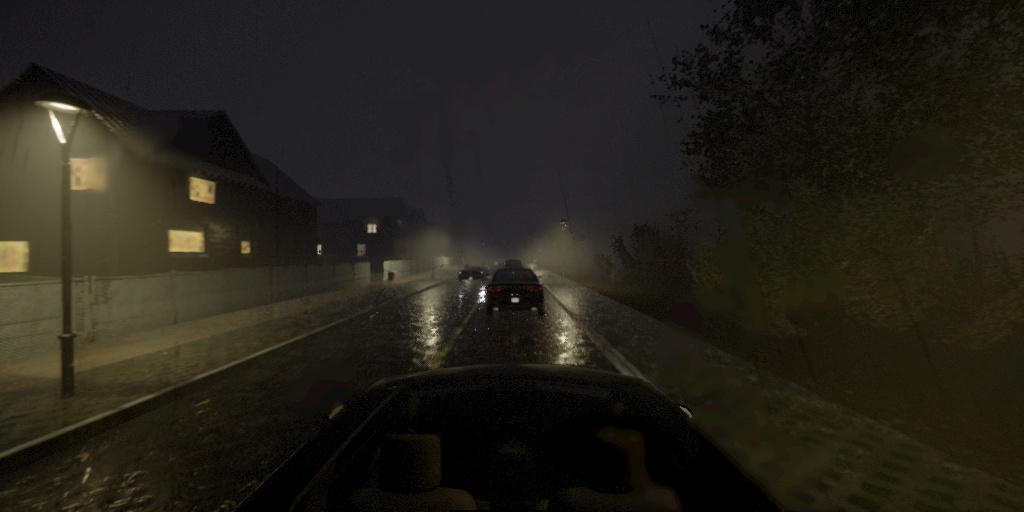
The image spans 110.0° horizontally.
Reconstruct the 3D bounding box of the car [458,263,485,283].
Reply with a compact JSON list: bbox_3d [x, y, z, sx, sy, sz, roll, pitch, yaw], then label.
[{"bbox_3d":[-2.752,1.169,26.086,1.895,1.301,4.718,0,0,0],"label":"car"}]

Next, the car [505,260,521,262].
[{"bbox_3d":[0.097,1.038,30.761,1.837,1.490,4.892,0,0,0],"label":"car"}]

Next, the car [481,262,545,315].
[{"bbox_3d":[0.098,1.143,13.162,1.882,1.535,5.008,0,0,0],"label":"car"}]
